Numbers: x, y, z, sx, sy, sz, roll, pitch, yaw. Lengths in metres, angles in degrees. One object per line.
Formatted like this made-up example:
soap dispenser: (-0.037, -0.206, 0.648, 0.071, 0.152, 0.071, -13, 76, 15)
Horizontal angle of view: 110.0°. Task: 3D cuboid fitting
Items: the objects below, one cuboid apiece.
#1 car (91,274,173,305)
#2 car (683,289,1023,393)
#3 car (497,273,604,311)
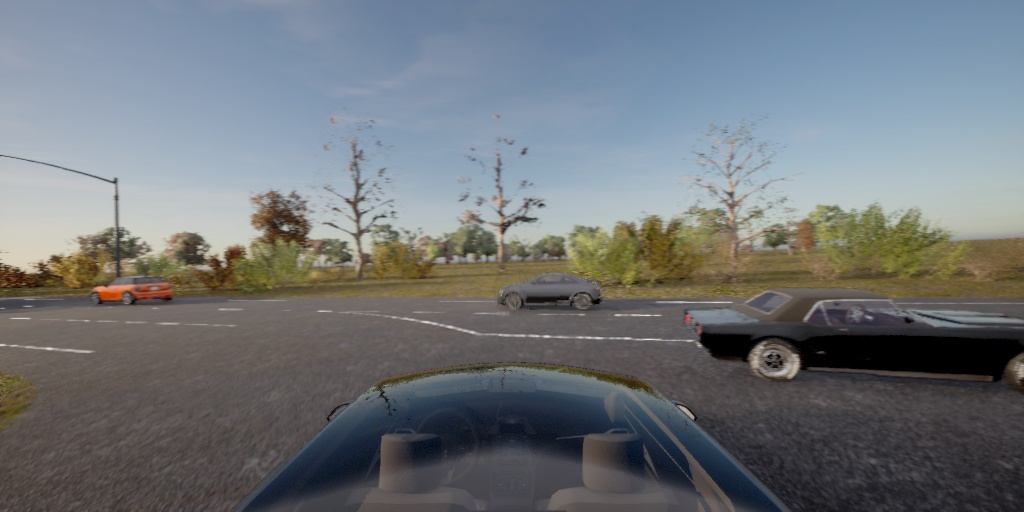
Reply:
car: (-23.668, 2.054, 22.339, 4.553, 1.767, 2.097, -2, 0, 17)
car: (5.462, 1.194, 5.770, 4.718, 1.301, 1.895, -2, -1, 18)
car: (1.524, 1.375, 14.396, 4.181, 1.385, 1.994, -2, 0, 18)
